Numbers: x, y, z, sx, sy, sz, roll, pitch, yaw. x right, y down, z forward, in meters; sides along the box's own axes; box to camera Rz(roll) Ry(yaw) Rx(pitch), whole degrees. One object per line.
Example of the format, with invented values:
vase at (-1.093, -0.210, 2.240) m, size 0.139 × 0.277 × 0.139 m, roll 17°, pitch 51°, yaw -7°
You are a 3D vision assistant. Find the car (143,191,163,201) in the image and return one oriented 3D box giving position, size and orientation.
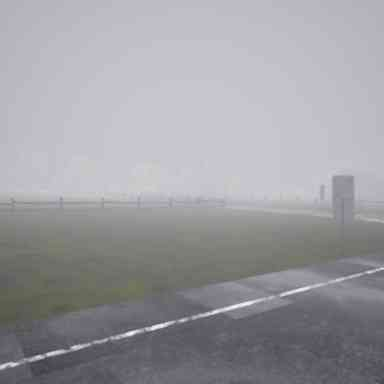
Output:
car at (-7.284, 0.794, 62.113) m, size 2.097 × 1.767 × 4.553 m, roll 0°, pitch 1°, yaw -35°
